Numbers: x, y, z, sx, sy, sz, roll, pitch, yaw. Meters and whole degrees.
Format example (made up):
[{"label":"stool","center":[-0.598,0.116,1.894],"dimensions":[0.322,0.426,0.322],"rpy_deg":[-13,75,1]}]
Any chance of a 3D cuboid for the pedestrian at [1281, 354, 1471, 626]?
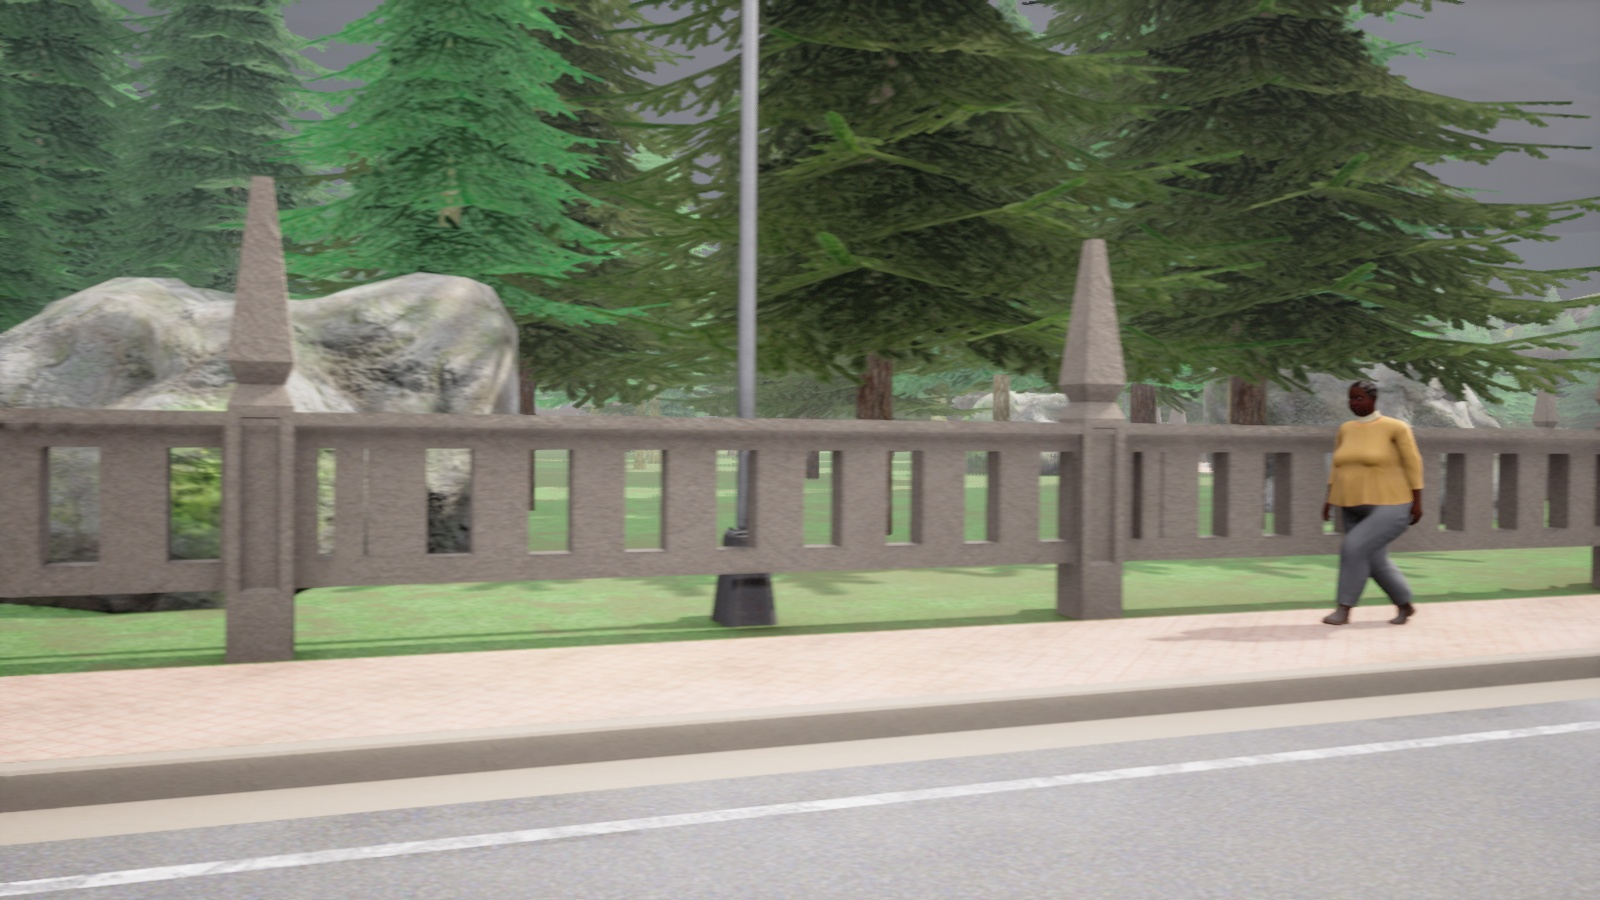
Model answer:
[{"label":"pedestrian","center":[4.170,0.263,9.128],"dimensions":[0.900,1.855,0.874],"rpy_deg":[-1,1,-22]}]
